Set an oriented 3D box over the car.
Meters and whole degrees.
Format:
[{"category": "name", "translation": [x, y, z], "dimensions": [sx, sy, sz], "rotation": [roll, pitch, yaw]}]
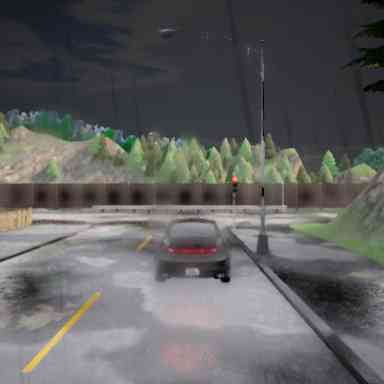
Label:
[{"category": "car", "translation": [0.041, 1.496, 9.679], "dimensions": [1.837, 1.490, 4.892], "rotation": [0, 0, 1]}]
